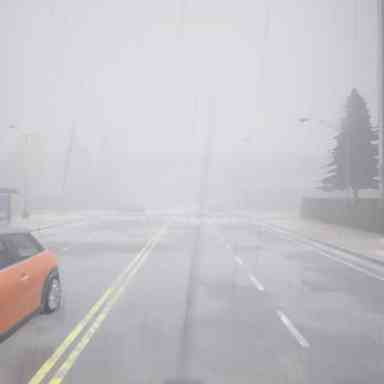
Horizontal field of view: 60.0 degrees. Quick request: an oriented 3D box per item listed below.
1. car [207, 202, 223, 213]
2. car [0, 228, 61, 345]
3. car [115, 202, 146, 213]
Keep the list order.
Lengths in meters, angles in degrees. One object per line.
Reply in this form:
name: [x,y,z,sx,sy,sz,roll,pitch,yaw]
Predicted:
car: [3.123,2.068,45.457,2.033,1.411,5.357,0,-1,-1]
car: [-3.634,1.413,4.723,2.097,1.767,4.553,0,-1,-1]
car: [-8.176,2.054,44.030,4.181,1.385,1.994,0,-1,29]
